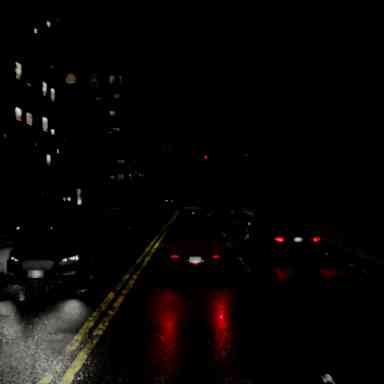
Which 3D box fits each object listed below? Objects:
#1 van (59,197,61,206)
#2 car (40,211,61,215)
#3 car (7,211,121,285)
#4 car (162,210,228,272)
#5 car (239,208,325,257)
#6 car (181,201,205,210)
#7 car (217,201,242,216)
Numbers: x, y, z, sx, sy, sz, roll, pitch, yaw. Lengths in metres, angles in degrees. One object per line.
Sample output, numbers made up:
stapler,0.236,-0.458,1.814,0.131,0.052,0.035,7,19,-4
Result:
van,-22.714,1.653,52.470,3.998,1.788,1.690,-1,1,-1
car,-6.594,1.612,16.143,1.895,1.301,4.718,0,0,0
car,-3.349,1.498,9.585,2.128,1.511,4.902,0,0,0
car,0.096,1.532,10.672,1.812,1.442,4.674,0,0,0
car,3.349,1.555,12.977,2.033,1.411,5.357,0,0,0
car,0.102,1.513,29.416,2.128,1.511,4.902,0,0,0
car,3.356,1.502,30.006,1.882,1.535,5.008,0,0,0
